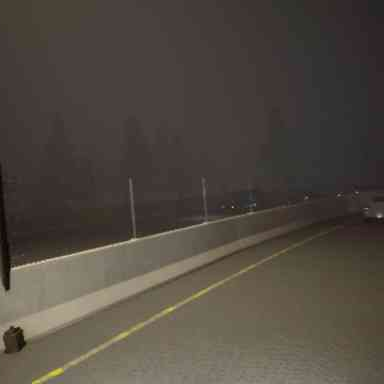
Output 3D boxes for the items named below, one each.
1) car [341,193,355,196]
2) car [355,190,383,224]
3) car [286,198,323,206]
[{"bbox_3d":[15.579,0.045,31.163,4.553,1.767,2.097,-5,0,-38],"label":"car"},{"bbox_3d":[9.941,0.701,16.444,1.812,1.442,4.674,-4,0,45],"label":"car"},{"bbox_3d":[10.602,0.588,31.562,4.892,1.490,1.837,-4,0,-40],"label":"car"}]
